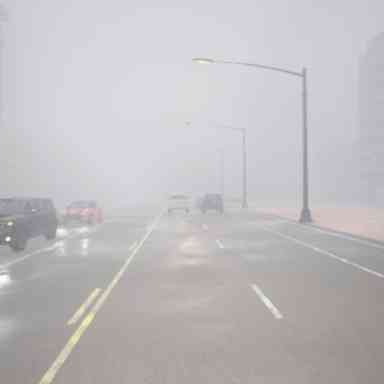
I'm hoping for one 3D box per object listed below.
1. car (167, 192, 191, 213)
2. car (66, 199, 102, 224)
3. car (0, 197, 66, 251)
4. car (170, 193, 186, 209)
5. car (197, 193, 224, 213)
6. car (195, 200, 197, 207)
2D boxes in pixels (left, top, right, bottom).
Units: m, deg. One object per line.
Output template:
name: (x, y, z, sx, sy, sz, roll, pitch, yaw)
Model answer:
car: (-1.503, 1.193, 36.483, 2.150, 2.045, 5.566, -1, 0, -3)
car: (-8.167, 1.407, 24.777, 2.097, 1.767, 4.553, -1, 0, -2)
car: (-7.717, 1.284, 14.628, 2.150, 2.045, 5.566, -1, 0, -3)
car: (-1.996, 1.187, 47.329, 2.150, 2.045, 5.566, -1, 0, -3)
car: (2.038, 1.157, 35.684, 2.150, 2.045, 5.566, -1, 0, -3)
car: (1.488, 1.475, 47.085, 2.033, 1.411, 5.357, -1, 0, -3)
